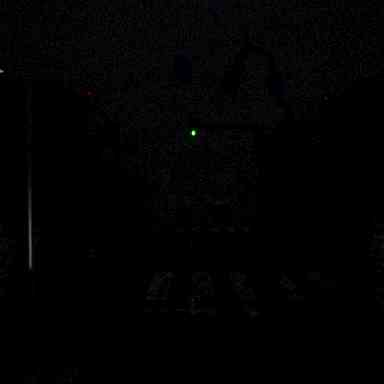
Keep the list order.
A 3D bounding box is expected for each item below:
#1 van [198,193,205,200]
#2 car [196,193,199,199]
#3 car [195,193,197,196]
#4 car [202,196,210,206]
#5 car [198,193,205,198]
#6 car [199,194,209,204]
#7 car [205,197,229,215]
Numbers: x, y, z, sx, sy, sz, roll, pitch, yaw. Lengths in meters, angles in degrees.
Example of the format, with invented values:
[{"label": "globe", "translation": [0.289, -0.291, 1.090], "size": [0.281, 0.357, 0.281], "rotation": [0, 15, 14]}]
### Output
[{"label": "van", "translation": [2.630, 1.258, 93.838], "size": [1.690, 1.788, 3.998], "rotation": [-1, 0, 0]}, {"label": "car", "translation": [2.632, 1.481, 77.241], "size": [2.008, 1.369, 4.403], "rotation": [-1, 0, 0]}, {"label": "car", "translation": [2.628, 1.241, 82.773], "size": [2.192, 1.841, 5.009], "rotation": [-1, 0, 0]}, {"label": "car", "translation": [2.628, 1.539, 44.046], "size": [1.802, 1.307, 4.206], "rotation": [-1, 0, 0]}, {"label": "car", "translation": [2.627, 1.384, 60.643], "size": [1.967, 1.590, 4.097], "rotation": [-1, 0, 0]}, {"label": "car", "translation": [2.629, 1.493, 55.111], "size": [1.887, 1.381, 4.507], "rotation": [-1, 0, 0]}, {"label": "car", "translation": [2.626, 1.511, 32.981], "size": [1.887, 1.381, 4.507], "rotation": [-1, 0, 0]}]
